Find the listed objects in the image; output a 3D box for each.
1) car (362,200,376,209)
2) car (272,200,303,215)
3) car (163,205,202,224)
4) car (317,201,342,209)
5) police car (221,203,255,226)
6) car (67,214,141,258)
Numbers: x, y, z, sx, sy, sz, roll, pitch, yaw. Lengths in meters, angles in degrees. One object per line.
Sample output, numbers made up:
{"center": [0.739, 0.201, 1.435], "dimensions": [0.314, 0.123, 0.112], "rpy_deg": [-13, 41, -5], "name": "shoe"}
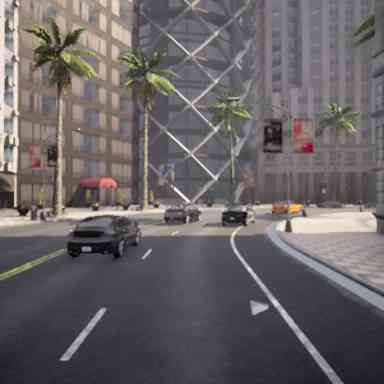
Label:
{"center": [31.028, 2.124, 55.760], "dimensions": [4.892, 1.490, 1.837], "rpy_deg": [1, -1, -3], "name": "car"}
{"center": [11.825, 1.811, 40.869], "dimensions": [4.553, 1.767, 2.097], "rpy_deg": [1, -1, -42], "name": "car"}
{"center": [-0.652, 1.799, 27.575], "dimensions": [2.128, 1.511, 4.902], "rpy_deg": [0, -1, 21], "name": "car"}
{"center": [24.130, 2.210, 58.383], "dimensions": [4.181, 1.385, 1.994], "rpy_deg": [0, -1, -12], "name": "car"}
{"center": [3.761, 1.716, 26.192], "dimensions": [1.930, 1.638, 5.238], "rpy_deg": [0, -1, 20], "name": "police car"}
{"center": [-3.374, 1.658, 13.475], "dimensions": [1.837, 1.490, 4.892], "rpy_deg": [0, 0, 3], "name": "car"}
